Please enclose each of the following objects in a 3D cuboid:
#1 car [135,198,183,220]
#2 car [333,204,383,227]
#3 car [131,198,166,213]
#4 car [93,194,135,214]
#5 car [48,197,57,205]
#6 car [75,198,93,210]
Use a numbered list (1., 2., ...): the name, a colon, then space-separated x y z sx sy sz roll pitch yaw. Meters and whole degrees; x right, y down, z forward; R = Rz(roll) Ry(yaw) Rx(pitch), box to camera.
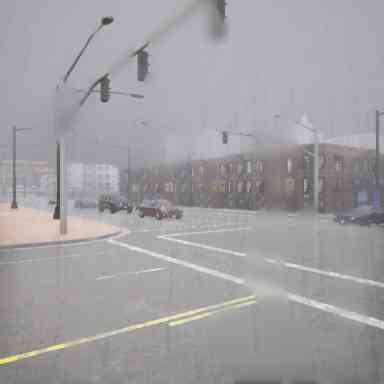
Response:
1. car: -2.709 1.352 28.266 2.097 1.767 4.553 0 0 -35
2. car: 12.188 1.548 22.516 5.357 1.411 2.033 0 0 -22
3. car: -4.962 1.505 37.706 1.837 1.490 4.892 0 0 -35
4. car: -8.422 1.221 36.205 2.150 2.045 5.566 0 0 -36
5. car: -23.086 1.601 56.788 1.994 1.385 4.181 0 0 -36
6. car: -14.213 1.526 44.300 1.812 1.442 4.674 0 0 -35
